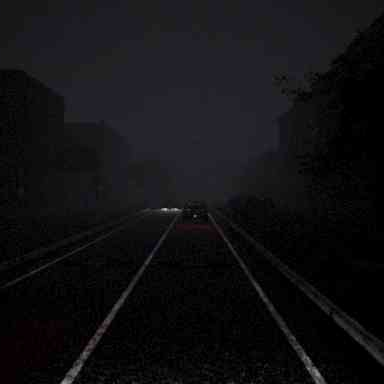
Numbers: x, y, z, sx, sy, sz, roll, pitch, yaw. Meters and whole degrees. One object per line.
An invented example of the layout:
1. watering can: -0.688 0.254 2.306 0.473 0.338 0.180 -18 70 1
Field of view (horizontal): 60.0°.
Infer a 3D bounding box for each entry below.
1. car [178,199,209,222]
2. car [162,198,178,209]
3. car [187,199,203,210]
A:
1. car: 0.252 1.472 25.722 2.128 1.511 4.902 0 0 0
2. car: -2.820 1.553 44.595 1.994 1.385 4.181 0 0 1
3. car: 0.355 1.587 43.037 1.895 1.301 4.718 0 0 0
